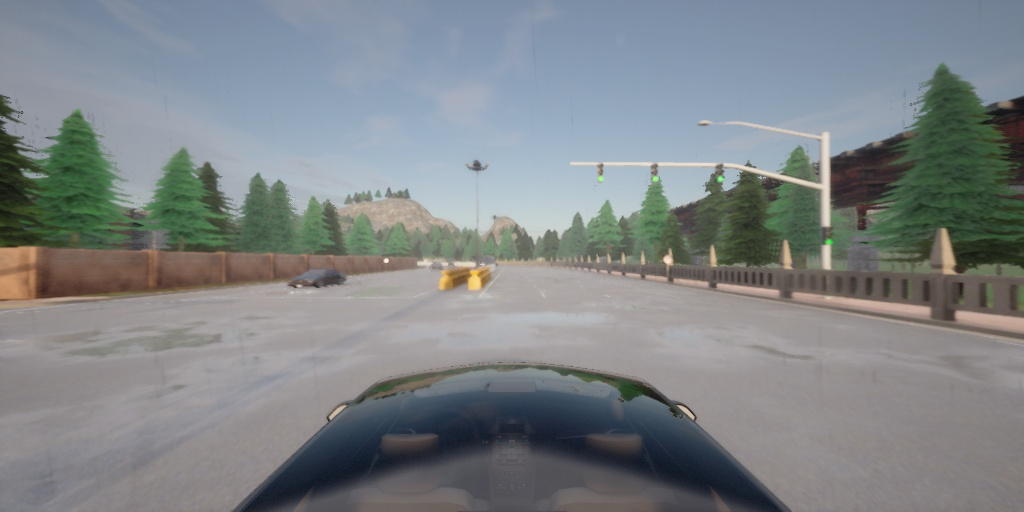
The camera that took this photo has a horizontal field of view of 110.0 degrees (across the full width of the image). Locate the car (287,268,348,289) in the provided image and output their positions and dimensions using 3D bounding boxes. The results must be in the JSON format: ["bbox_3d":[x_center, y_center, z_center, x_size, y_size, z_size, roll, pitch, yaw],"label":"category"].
[{"bbox_3d":[-13.998,1.607,26.261,2.033,1.411,5.357,0,0,0],"label":"car"}]
